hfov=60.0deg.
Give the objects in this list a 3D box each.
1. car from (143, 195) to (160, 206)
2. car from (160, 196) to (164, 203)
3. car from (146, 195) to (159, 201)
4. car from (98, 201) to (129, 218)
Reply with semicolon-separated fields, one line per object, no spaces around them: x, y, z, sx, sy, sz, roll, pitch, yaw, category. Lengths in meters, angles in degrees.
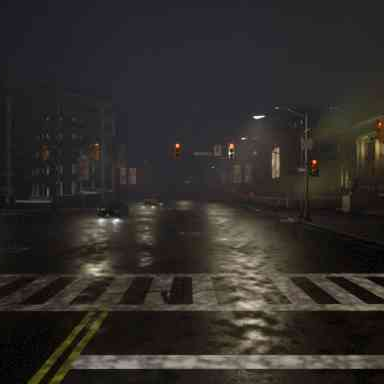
-7.015;1.478;55.663;1.882;1.535;5.008;0;0;0;car
-6.959;1.506;69.161;1.837;1.490;4.892;0;0;1;car
-9.705;1.539;81.585;2.033;1.411;5.357;0;0;-21;car
-7.053;1.547;30.502;2.033;1.411;5.357;0;0;0;car
